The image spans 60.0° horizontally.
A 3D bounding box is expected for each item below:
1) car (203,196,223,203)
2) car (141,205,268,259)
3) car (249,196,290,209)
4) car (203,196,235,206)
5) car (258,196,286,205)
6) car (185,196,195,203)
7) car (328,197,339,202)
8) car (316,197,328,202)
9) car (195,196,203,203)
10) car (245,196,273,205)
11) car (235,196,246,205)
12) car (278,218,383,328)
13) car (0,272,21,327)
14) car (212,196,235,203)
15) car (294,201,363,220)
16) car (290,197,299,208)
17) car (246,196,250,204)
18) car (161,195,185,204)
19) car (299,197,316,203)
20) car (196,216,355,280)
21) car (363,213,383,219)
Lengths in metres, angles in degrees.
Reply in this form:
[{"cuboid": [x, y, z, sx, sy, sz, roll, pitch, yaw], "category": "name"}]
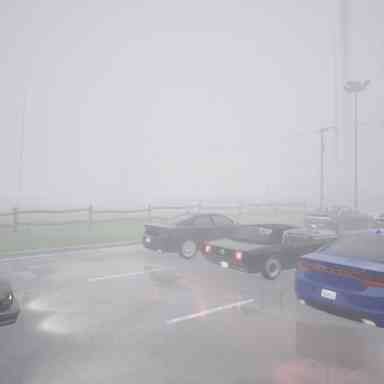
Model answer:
[{"cuboid": [4.386, 1.551, 70.551, 1.994, 1.385, 4.181, 0, 0, -36], "category": "car"}, {"cuboid": [0.529, 1.478, 12.731, 5.008, 1.535, 1.882, 0, 0, -36], "category": "car"}, {"cuboid": [10.326, 1.526, 44.500, 1.812, 1.442, 4.674, 0, 0, -36], "category": "car"}, {"cuboid": [4.281, 1.563, 52.759, 1.994, 1.385, 4.181, 0, 0, -36], "category": "car"}, {"cuboid": [14.876, 1.491, 62.032, 2.128, 1.511, 4.902, 0, 0, -36], "category": "car"}, {"cuboid": [-2.030, 1.601, 67.444, 1.895, 1.301, 4.718, 0, 0, -36], "category": "car"}, {"cuboid": [21.330, 1.505, 53.173, 1.837, 1.490, 4.892, 0, 0, -36], "category": "car"}, {"cuboid": [18.064, 1.526, 51.722, 1.812, 1.442, 4.674, 0, 0, -36], "category": "car"}, {"cuboid": [0.956, 1.477, 69.309, 1.882, 1.535, 5.008, 0, 0, -36], "category": "car"}, {"cuboid": [12.028, 1.492, 59.981, 2.128, 1.511, 4.902, 0, 0, -36], "category": "car"}, {"cuboid": [6.247, 1.505, 56.007, 1.837, 1.490, 4.892, 0, 0, -36], "category": "car"}, {"cuboid": [4.190, 1.478, 6.743, 5.008, 1.535, 1.882, 0, 0, -36], "category": "car"}, {"cuboid": [-5.285, 1.547, 4.272, 5.357, 1.411, 2.033, 0, 0, -35], "category": "car"}, {"cuboid": [6.803, 1.536, 73.175, 2.033, 1.411, 5.357, 0, 0, -36], "category": "car"}, {"cuboid": [8.122, 1.492, 18.180, 4.902, 1.511, 2.128, 0, 0, -36], "category": "car"}, {"cuboid": [12.350, 1.601, 47.657, 1.895, 1.301, 4.718, 0, 0, -36], "category": "car"}, {"cuboid": [9.236, 1.506, 57.853, 1.837, 1.490, 4.892, 0, 0, -36], "category": "car"}, {"cuboid": [-4.013, 1.352, 64.158, 2.097, 1.767, 4.553, 0, 0, -36], "category": "car"}, {"cuboid": [15.295, 1.491, 49.560, 2.128, 1.511, 4.902, 0, 0, -36], "category": "car"}, {"cuboid": [2.664, 1.601, 9.956, 4.718, 1.301, 1.895, 0, 0, -35], "category": "car"}, {"cuboid": [10.167, 1.505, 15.339, 4.892, 1.490, 1.837, 0, 0, -36], "category": "car"}]
